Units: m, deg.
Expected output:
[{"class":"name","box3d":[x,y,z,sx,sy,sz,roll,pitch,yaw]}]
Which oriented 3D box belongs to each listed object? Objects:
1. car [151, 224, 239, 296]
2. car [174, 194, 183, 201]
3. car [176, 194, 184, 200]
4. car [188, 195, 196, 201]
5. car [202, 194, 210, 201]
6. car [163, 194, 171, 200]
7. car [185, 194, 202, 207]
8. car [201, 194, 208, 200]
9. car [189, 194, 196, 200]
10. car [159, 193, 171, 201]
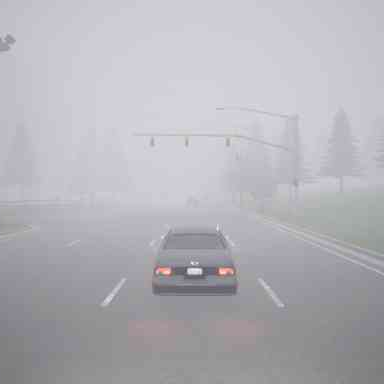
[{"class":"car","box3d":[0.071,1.547,8.800,2.033,1.411,5.357,0,0,0]},{"class":"car","box3d":[-3.458,1.517,83.901,1.812,1.442,4.674,0,0,0]},{"class":"car","box3d":[-3.453,1.358,93.904,2.128,1.511,4.902,0,0,0]},{"class":"car","box3d":[0.042,1.531,83.482,2.033,1.411,5.357,0,0,0]},{"class":"car","box3d":[3.542,1.492,83.481,1.837,1.490,4.892,0,0,0]},{"class":"car","box3d":[-6.953,1.385,93.906,1.994,1.385,4.181,0,0,0]},{"class":"car","box3d":[0.024,1.352,52.839,2.097,1.767,4.553,0,0,0]},{"class":"car","box3d":[3.547,1.310,93.901,1.882,1.535,5.008,0,0,0]},{"class":"car","box3d":[0.047,1.310,93.902,1.882,1.535,5.008,0,0,0]},{"class":"car","box3d":[-6.958,1.217,83.516,2.150,2.045,5.566,0,0,0]}]
